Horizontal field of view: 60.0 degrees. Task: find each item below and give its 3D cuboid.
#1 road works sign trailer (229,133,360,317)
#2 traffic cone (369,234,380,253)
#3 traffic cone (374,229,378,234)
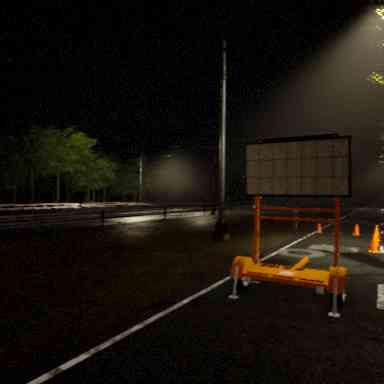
[{"bbox_3d":[2.464,0.507,7.852,2.380,3.560,2.880,0,0,30],"label":"road works sign trailer"},{"bbox_3d":[7.224,2.080,13.180,0.340,0.580,0.340,0,0,30],"label":"traffic cone"},{"bbox_3d":[8.220,2.101,14.914,0.340,0.580,0.340,0,0,30],"label":"traffic cone"}]
